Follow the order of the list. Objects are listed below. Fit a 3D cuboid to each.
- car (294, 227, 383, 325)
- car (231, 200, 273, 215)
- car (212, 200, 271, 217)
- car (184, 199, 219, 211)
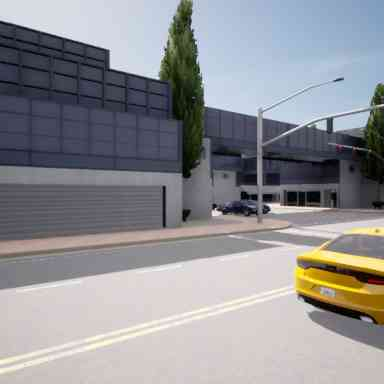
[{"bbox_3d":[4.221,1.478,6.856,5.008,1.535,1.882,0,0,-36],"label":"car"},{"bbox_3d":[6.374,1.564,35.615,1.994,1.385,4.181,0,0,-37],"label":"car"},{"bbox_3d":[4.650,1.547,32.080,2.033,1.411,5.357,0,0,-37],"label":"car"},{"bbox_3d":[1.140,1.601,42.599,1.895,1.301,4.718,0,0,-37],"label":"car"}]
